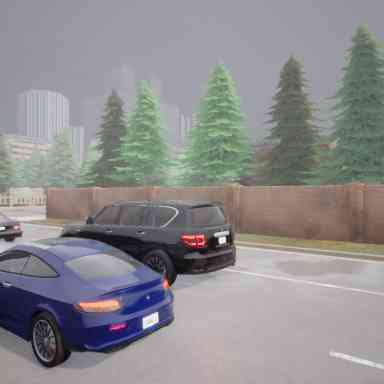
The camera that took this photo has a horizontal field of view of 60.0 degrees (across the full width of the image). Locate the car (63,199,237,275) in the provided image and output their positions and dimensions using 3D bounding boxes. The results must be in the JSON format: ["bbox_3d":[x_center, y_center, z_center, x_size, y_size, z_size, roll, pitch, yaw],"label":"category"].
[{"bbox_3d":[-1.463,1.221,9.348,5.566,2.045,2.150,0,0,36],"label":"car"}]

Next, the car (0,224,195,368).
[{"bbox_3d":[-2.415,1.526,5.731,4.674,1.442,1.812,0,0,36],"label":"car"}]

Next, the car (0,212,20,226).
[{"bbox_3d":[-9.760,1.547,15.263,5.357,1.411,2.033,0,0,39],"label":"car"}]
